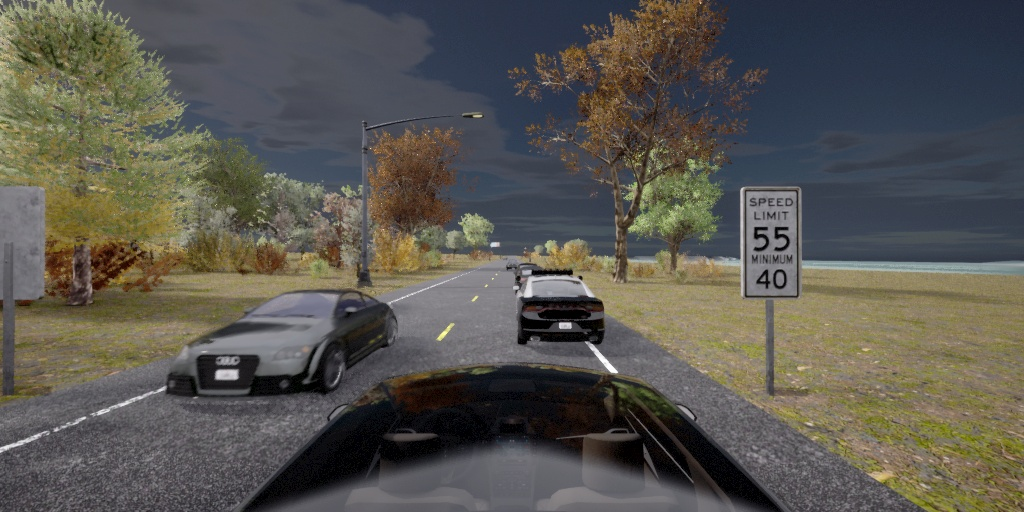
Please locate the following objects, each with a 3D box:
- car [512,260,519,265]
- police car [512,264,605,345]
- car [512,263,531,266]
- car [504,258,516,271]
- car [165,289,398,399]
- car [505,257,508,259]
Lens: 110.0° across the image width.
[{"bbox_3d":[1.096,1.254,25.558,1.837,1.490,4.892,0,0,0],"label":"car"},{"bbox_3d":[1.057,1.175,9.674,1.930,1.638,5.238,0,0,0],"label":"police car"},{"bbox_3d":[1.076,1.275,19.559,1.812,1.442,4.674,0,0,0],"label":"car"},{"bbox_3d":[0.160,1.343,49.589,1.895,1.301,4.718,0,0,1],"label":"car"},{"bbox_3d":[-3.595,1.314,6.517,1.994,1.385,4.181,0,0,0],"label":"car"},{"bbox_3d":[0.164,1.283,61.365,2.033,1.411,5.357,0,0,0],"label":"car"}]
